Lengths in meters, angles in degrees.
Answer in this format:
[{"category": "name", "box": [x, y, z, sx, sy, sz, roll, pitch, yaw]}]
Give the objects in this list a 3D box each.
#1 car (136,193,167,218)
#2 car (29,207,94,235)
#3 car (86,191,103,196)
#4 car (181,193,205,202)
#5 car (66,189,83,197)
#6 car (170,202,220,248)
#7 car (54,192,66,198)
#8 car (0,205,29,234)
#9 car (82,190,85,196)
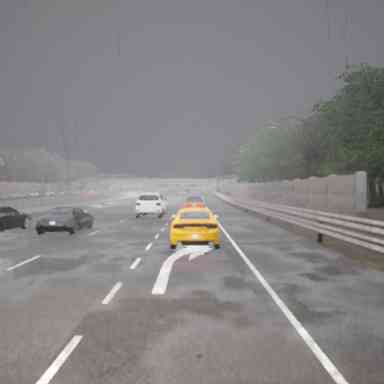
[{"category": "car", "box": [-3.409, 1.102, 28.705, 2.150, 2.045, 5.566, 0, 0, 0]}, {"category": "car", "box": [-6.859, 1.487, 18.374, 1.994, 1.385, 4.181, 0, 0, 0]}, {"category": "car", "box": [-20.472, 0.862, 71.097, 2.128, 1.511, 4.902, 0, 1, 1]}, {"category": "car", "box": [0.217, 1.216, 32.447, 2.097, 1.767, 4.553, 0, 0, 0]}, {"category": "car", "box": [-27.349, 0.319, 79.145, 2.150, 2.045, 5.566, 0, 1, 1]}, {"category": "car", "box": [0.126, 1.417, 14.411, 1.882, 1.535, 5.008, 0, 0, 0]}, {"category": "car", "box": [-30.848, 0.633, 79.241, 2.033, 1.411, 5.357, 0, 1, 1]}, {"category": "car", "box": [-10.362, 1.431, 17.616, 1.837, 1.490, 4.892, 0, 0, 0]}, {"category": "car", "box": [-23.842, 0.554, 79.541, 1.882, 1.535, 5.008, 0, 1, 1]}]
